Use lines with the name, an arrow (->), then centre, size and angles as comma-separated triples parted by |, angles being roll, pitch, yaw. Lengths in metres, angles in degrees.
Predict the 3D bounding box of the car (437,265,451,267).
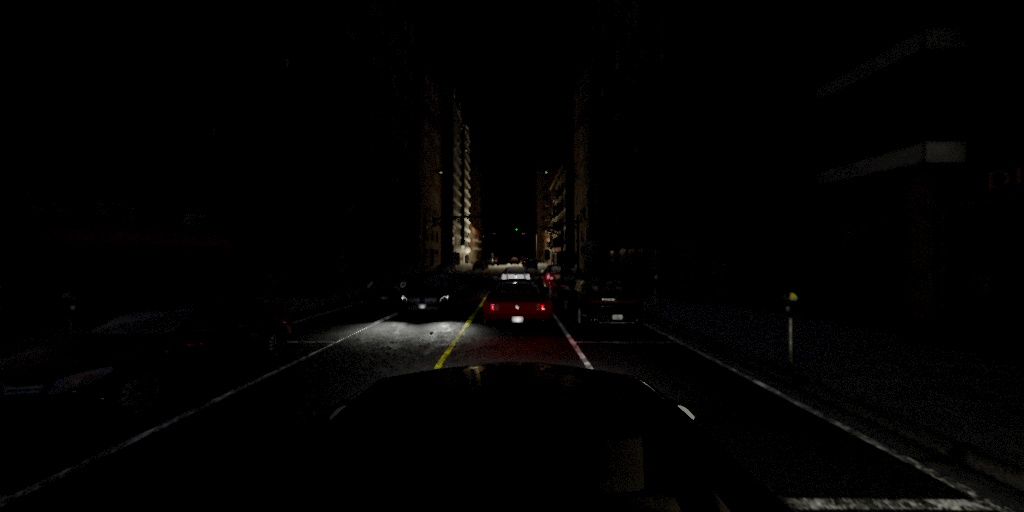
car -> -5.250, 1.322, 22.192 | 1.751, 1.417, 4.829 | 0, 0, 0

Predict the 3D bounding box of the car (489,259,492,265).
car -> -4.973, 1.427, 60.643 | 1.888, 1.381, 4.507 | 0, 0, 0

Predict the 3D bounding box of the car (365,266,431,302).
car -> -5.289, 1.224, 16.845 | 1.967, 1.591, 4.097 | 0, 0, 0

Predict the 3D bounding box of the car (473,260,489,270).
car -> -5.014, 1.420, 54.962 | 2.007, 1.370, 4.403 | 0, 0, 0

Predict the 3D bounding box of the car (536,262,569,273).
car -> 2.776, 1.237, 22.313 | 1.967, 1.591, 4.097 | 0, 0, 0

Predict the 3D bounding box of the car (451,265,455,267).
car -> -5.209, 1.360, 27.881 | 2.007, 1.370, 4.403 | 0, 0, 0

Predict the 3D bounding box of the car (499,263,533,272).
car -> 0.265, 1.406, 25.815 | 1.895, 1.301, 4.718 | 0, 0, 0

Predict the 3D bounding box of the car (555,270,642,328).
car -> 2.696, 1.323, 11.276 | 2.007, 1.370, 4.403 | 0, 0, 0

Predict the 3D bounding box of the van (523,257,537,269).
van -> 3.011, 1.211, 54.913 | 1.690, 1.789, 3.998 | 0, 0, 0

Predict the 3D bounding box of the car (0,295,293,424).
car -> -5.368, 1.341, 5.808 | 1.802, 1.307, 4.207 | 0, 0, 0

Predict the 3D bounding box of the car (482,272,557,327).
car -> 0.166, 1.373, 11.575 | 1.895, 1.301, 4.718 | 0, 0, 0

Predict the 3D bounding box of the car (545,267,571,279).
car -> 2.736, 1.367, 16.794 | 1.802, 1.307, 4.207 | 0, 0, 0

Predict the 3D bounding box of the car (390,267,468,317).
car -> -2.771, 1.302, 13.462 | 1.812, 1.442, 4.674 | 0, 0, 0
